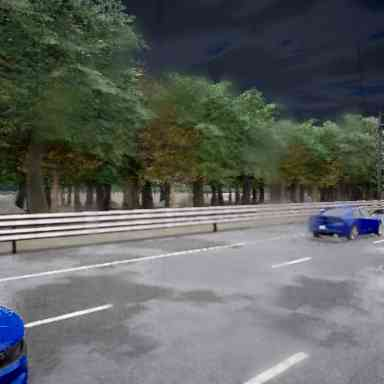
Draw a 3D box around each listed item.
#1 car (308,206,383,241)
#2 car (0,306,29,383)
[{"bbox_3d":[7.750,1.451,16.531,5.008,1.535,1.882,0,0,-40],"label":"car"},{"bbox_3d":[-3.847,1.467,2.205,5.008,1.535,1.882,0,0,-40],"label":"car"}]
